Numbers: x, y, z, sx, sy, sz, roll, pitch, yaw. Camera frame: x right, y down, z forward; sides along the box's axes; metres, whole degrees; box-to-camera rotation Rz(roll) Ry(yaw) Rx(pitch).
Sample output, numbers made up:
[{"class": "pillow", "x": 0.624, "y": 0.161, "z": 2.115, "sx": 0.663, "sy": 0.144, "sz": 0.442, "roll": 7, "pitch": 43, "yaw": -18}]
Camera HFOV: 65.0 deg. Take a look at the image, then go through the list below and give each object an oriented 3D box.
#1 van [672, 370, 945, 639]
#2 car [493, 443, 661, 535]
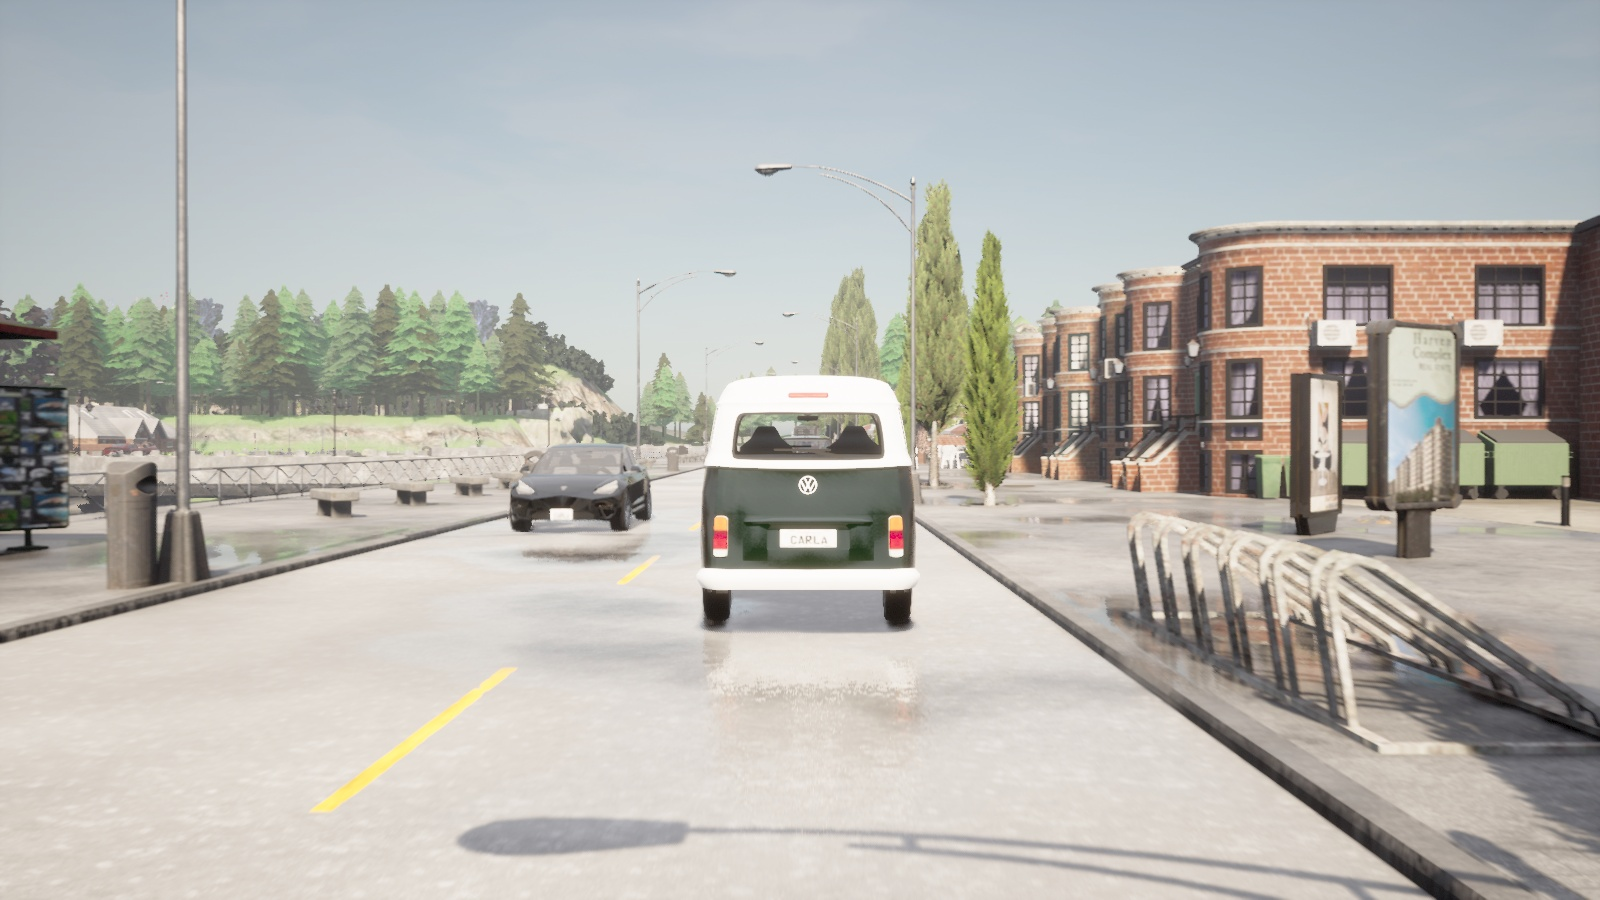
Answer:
[{"class": "van", "x": 0.076, "y": 0.403, "z": 11.766, "sx": 2.069, "sy": 2.038, "sz": 4.480, "roll": 0, "pitch": 0, "yaw": 0}, {"class": "car", "x": -3.868, "y": 0.615, "z": 22.682, "sx": 2.163, "sy": 1.488, "sz": 4.792, "roll": 0, "pitch": 0, "yaw": 0}]
